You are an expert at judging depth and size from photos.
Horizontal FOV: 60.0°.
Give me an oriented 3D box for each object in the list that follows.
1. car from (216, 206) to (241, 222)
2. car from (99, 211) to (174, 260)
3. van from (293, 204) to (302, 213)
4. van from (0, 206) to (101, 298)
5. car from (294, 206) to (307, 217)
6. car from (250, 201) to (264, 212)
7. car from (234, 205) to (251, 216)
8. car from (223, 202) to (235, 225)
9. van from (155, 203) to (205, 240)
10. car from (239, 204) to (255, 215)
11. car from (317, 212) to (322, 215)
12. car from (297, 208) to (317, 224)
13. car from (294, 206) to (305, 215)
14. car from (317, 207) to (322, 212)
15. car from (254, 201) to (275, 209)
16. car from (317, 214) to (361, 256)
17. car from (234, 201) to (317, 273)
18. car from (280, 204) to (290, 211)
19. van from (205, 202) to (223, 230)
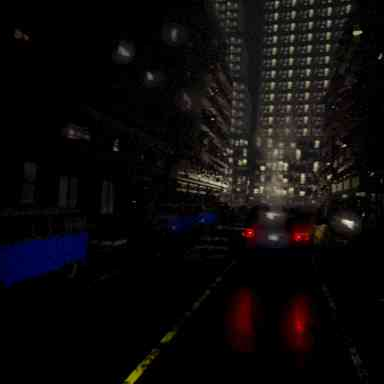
[{"bbox_3d":[3.802,2.190,34.187,1.802,1.307,4.206,3,-1,16],"label":"car"},{"bbox_3d":[-2.354,1.582,12.489,1.802,1.307,4.206,3,-1,16],"label":"car"},{"bbox_3d":[22.158,3.420,70.000,1.690,1.788,3.998,3,-1,16],"label":"van"},{"bbox_3d":[-3.879,1.191,7.067,1.690,1.788,3.998,3,-1,16],"label":"van"},{"bbox_3d":[17.576,3.142,53.889,1.752,1.417,4.829,3,-1,16],"label":"car"},{"bbox_3d":[13.052,2.848,66.735,2.192,1.841,5.009,3,-1,16],"label":"car"},{"bbox_3d":[6.880,2.496,45.035,1.802,1.307,4.206,3,-1,16],"label":"car"},{"bbox_3d":[2.279,1.771,28.765,2.192,1.841,5.009,3,-1,16],"label":"car"},{"bbox_3d":[-0.801,1.493,17.916,1.690,1.788,3.998,3,-1,16],"label":"van"},{"bbox_3d":[8.376,2.588,50.296,1.752,1.417,4.829,3,-1,16],"label":"car"},{"bbox_3d":[8.295,2.238,21.180,1.887,1.381,4.507,3,-1,16],"label":"car"},{"bbox_3d":[12.959,2.681,37.617,1.752,1.417,4.829,3,-1,16],"label":"car"},{"bbox_3d":[19.115,3.297,59.313,1.752,1.417,4.829,3,-1,16],"label":"car"},{"bbox_3d":[11.387,2.314,32.031,2.192,1.841,5.009,3,-1,16],"label":"car"},{"bbox_3d":[18.968,3.412,86.932,2.128,1.511,4.902,4,-1,-45],"label":"car"},{"bbox_3d":[6.804,2.071,15.920,1.752,1.417,4.829,3,-1,16],"label":"car"},{"bbox_3d":[3.119,1.527,12.289,2.150,2.045,5.566,3,-1,16],"label":"car"},{"bbox_3d":[21.450,3.632,77.026,1.837,1.490,4.892,3,-1,12],"label":"car"},{"bbox_3d":[0.738,1.645,23.340,1.690,1.788,3.998,3,-1,16],"label":"van"}]
